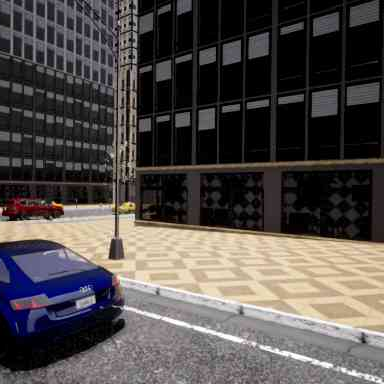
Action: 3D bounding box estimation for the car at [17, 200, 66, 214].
[{"bbox_3d":[-17.331,1.643,38.515,1.752,1.417,4.829,1,0,36],"label":"car"}]

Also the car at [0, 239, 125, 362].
[{"bbox_3d":[-3.195,1.561,5.944,4.181,1.385,1.994,0,0,34],"label":"car"}]

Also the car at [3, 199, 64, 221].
[{"bbox_3d":[-13.798,1.520,29.153,2.192,1.841,5.009,1,0,36],"label":"car"}]

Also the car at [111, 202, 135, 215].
[{"bbox_3d":[-7.035,1.830,38.391,1.752,1.417,4.829,1,0,36],"label":"car"}]
